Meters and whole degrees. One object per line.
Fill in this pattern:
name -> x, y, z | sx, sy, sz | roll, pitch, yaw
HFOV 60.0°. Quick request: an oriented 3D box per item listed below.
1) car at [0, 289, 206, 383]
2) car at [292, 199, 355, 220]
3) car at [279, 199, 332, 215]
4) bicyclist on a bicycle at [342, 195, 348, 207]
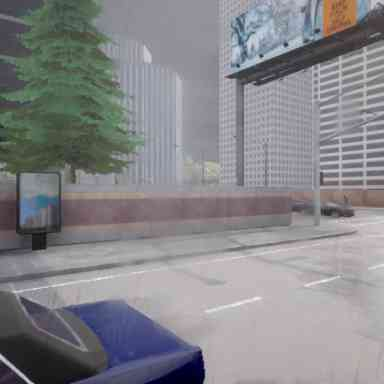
car -> -2.287, 1.601, 2.362 | 4.718, 1.301, 1.895 | 0, 0, -36
car -> 11.541, 1.478, 28.959 | 1.882, 1.535, 5.008 | 0, 0, -35
car -> 11.740, 1.493, 34.740 | 2.128, 1.511, 4.902 | 0, 0, -35
bicyclist on a bicycle -> 21.291, 1.301, 46.319 | 1.656, 1.620, 0.582 | 0, 0, -35
